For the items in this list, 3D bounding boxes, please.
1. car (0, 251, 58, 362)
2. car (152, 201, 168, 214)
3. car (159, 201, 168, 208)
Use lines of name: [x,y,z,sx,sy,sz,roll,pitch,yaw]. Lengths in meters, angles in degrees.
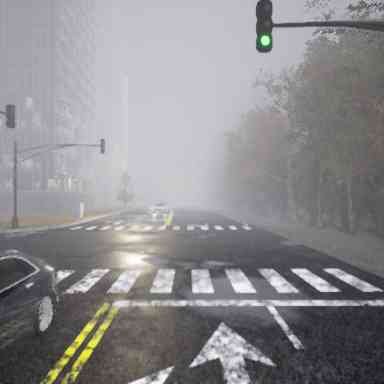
car: [-3.272,1.596,4.023,1.837,1.490,4.892,0,-1,0]
car: [-4.441,2.234,46.178,1.812,1.442,4.674,0,-1,-3]
car: [-5.818,2.542,68.530,1.837,1.490,4.892,0,-1,-4]
